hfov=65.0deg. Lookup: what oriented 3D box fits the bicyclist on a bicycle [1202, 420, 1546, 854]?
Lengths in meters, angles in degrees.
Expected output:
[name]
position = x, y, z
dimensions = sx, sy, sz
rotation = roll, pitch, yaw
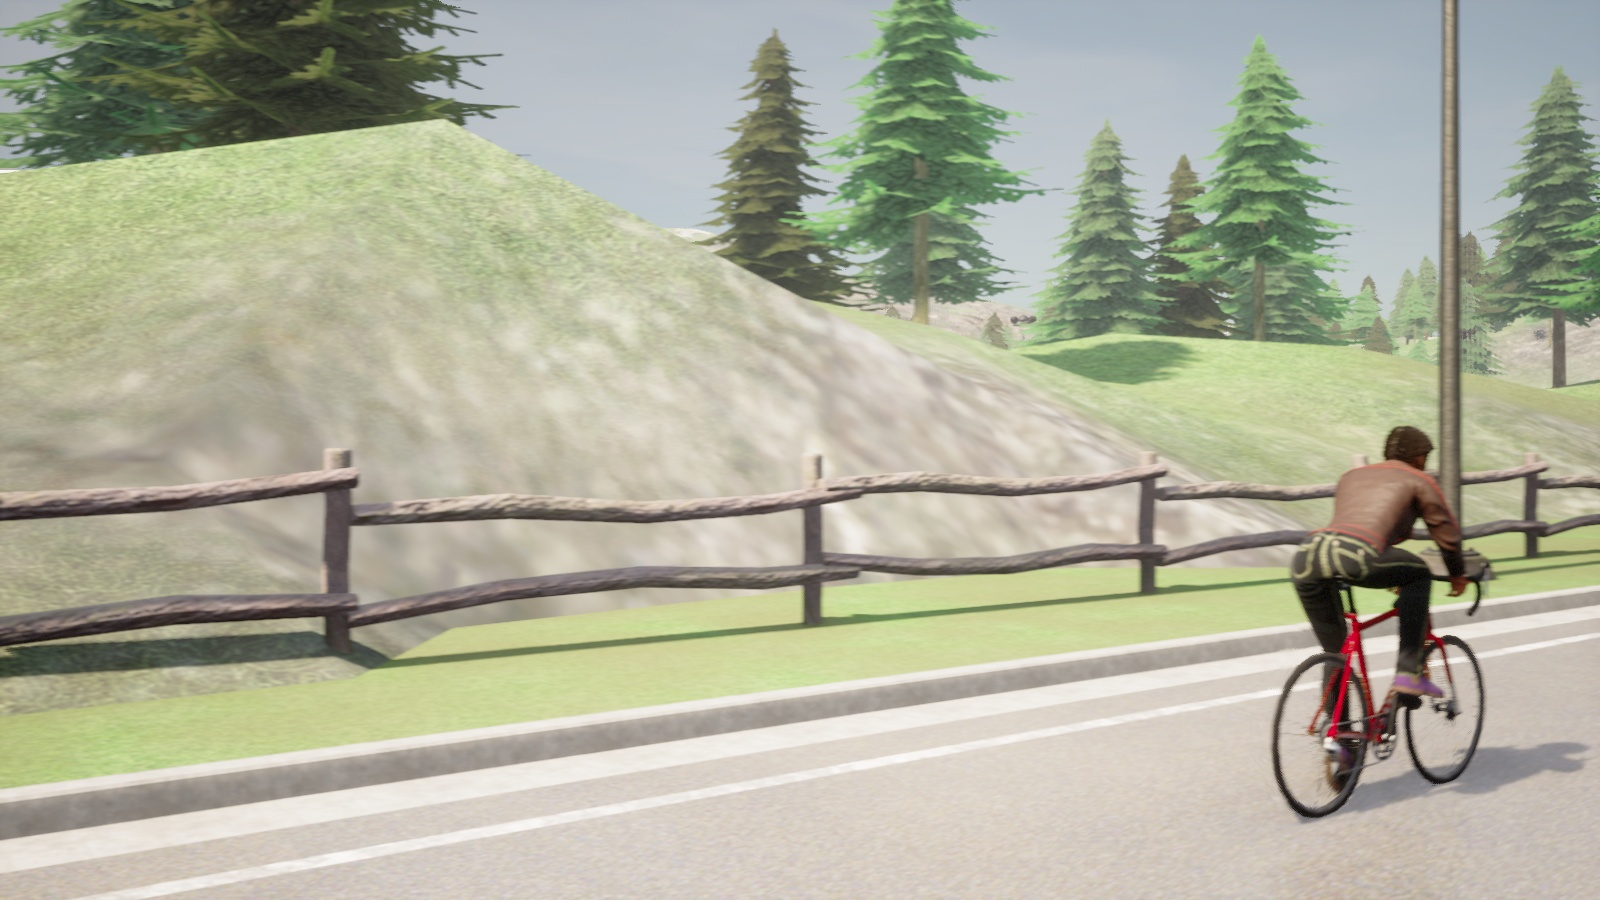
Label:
[bicyclist on a bicycle]
position = 2.501, 0.705, 5.400
dimensions = 1.656, 1.620, 0.582
rotation = 1, 0, -35
